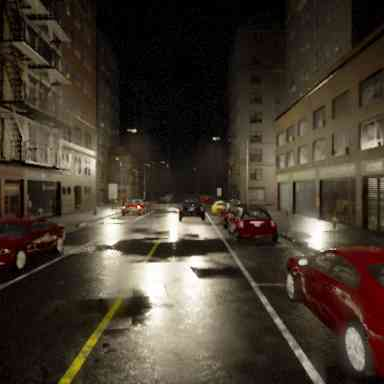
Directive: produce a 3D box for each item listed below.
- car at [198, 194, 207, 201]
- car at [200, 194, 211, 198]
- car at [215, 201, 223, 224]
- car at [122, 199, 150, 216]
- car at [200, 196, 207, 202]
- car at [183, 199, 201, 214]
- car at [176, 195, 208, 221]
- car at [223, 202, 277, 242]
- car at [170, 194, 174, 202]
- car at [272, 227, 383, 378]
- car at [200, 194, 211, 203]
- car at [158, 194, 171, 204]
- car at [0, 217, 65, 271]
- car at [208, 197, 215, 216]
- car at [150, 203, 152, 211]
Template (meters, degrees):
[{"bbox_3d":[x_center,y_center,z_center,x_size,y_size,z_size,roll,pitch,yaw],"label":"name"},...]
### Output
[{"bbox_3d":[2.815,1.450,87.604,2.192,1.841,5.009,-1,0,0],"label":"car"},{"bbox_3d":[2.819,1.406,65.261,2.192,1.841,5.009,-1,0,0],"label":"car"},{"bbox_3d":[2.839,1.451,21.898,1.967,1.590,4.097,-1,0,0],"label":"car"},{"bbox_3d":[-5.691,1.464,32.887,1.967,1.590,4.097,-1,0,0],"label":"car"},{"bbox_3d":[2.818,1.651,82.188,1.752,1.417,4.829,-1,0,0],"label":"car"},{"bbox_3d":[-0.016,1.535,37.005,1.837,1.490,4.892,0,0,0],"label":"car"},{"bbox_3d":[-0.009,1.369,27.668,2.097,1.767,4.553,0,0,0],"label":"car"},{"bbox_3d":[2.841,1.447,16.400,1.967,1.590,4.097,-1,0,0],"label":"car"},{"bbox_3d":[-5.709,1.639,76.259,1.752,1.417,4.829,-1,0,0],"label":"car"},{"bbox_3d":[2.847,1.546,5.407,1.887,1.381,4.507,-1,0,0],"label":"car"},{"bbox_3d":[2.818,1.418,70.847,2.192,1.841,5.009,-1,0,0],"label":"car"},{"bbox_3d":[-5.704,1.657,65.257,1.947,1.339,4.313,-1,0,0],"label":"car"},{"bbox_3d":[-5.680,1.548,10.900,1.887,1.381,4.507,-1,0,0],"label":"car"},{"bbox_3d":[2.835,1.550,33.062,1.752,1.417,4.829,-1,0,0],"label":"car"},{"bbox_3d":[-5.692,1.599,38.384,1.947,1.339,4.313,-1,0,0],"label":"car"}]
